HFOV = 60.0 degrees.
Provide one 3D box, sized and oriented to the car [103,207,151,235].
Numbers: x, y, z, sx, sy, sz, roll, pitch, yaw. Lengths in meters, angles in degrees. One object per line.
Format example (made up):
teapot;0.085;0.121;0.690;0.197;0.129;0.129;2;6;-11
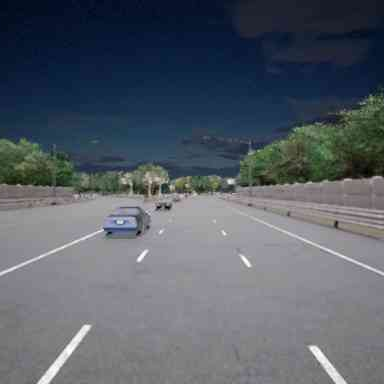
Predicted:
car;-3.498;1.527;18.694;2.033;1.411;5.357;0;0;0

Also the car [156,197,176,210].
car;-3.496;1.583;42.509;1.895;1.301;4.718;0;0;0

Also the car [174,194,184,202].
car;-3.492;1.508;75.630;2.033;1.411;5.357;0;0;0
